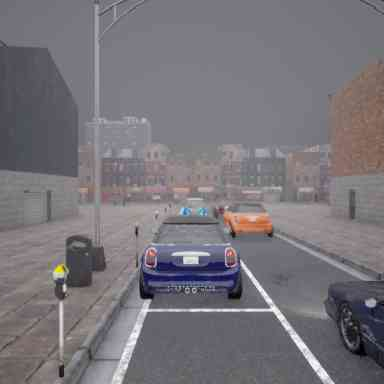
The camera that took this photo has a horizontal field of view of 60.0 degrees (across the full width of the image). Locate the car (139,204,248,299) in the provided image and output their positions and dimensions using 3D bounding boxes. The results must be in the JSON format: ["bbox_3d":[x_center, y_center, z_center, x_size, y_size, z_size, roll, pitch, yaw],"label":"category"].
[{"bbox_3d":[-0.036,1.352,8.608,2.097,1.767,4.553,0,0,0],"label":"car"}]

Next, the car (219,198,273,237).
[{"bbox_3d":[2.886,1.352,18.039,2.097,1.767,4.553,0,0,0],"label":"car"}]

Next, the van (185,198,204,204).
[{"bbox_3d":[0.190,1.345,25.487,1.690,1.788,3.998,-1,0,0],"label":"van"}]

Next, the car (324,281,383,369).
[{"bbox_3d":[3.087,1.547,2.987,2.033,1.411,5.357,0,0,0],"label":"car"}]

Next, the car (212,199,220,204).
[{"bbox_3d":[2.897,1.358,29.745,2.097,1.767,4.553,0,0,0],"label":"car"}]
